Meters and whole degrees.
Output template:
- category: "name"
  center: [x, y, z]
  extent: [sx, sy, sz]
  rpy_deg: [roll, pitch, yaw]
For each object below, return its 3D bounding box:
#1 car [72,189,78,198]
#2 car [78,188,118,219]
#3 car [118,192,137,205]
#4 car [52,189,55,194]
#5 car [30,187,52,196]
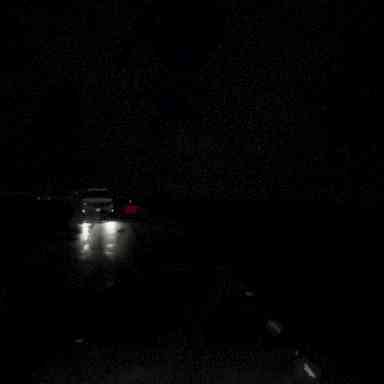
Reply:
- category: "car"
  center: [-17.826, 0.236, 53.731]
  extent: [1.882, 1.535, 5.008]
  rpy_deg: [0, 1, -38]
- category: "car"
  center: [-6.886, 0.743, 24.278]
  extent: [2.150, 2.045, 5.566]
  rpy_deg: [0, 1, -17]
- category: "car"
  center: [-7.715, 0.719, 38.360]
  extent: [1.837, 1.490, 4.892]
  rpy_deg: [0, 1, -25]
- category: "car"
  center: [-29.515, -0.305, 66.526]
  extent: [5.357, 1.411, 2.033]
  rpy_deg: [2, 1, 40]
- category: "car"
  center: [-27.415, 0.046, 59.855]
  extent: [1.895, 1.301, 4.718]
  rpy_deg: [0, 1, -43]
